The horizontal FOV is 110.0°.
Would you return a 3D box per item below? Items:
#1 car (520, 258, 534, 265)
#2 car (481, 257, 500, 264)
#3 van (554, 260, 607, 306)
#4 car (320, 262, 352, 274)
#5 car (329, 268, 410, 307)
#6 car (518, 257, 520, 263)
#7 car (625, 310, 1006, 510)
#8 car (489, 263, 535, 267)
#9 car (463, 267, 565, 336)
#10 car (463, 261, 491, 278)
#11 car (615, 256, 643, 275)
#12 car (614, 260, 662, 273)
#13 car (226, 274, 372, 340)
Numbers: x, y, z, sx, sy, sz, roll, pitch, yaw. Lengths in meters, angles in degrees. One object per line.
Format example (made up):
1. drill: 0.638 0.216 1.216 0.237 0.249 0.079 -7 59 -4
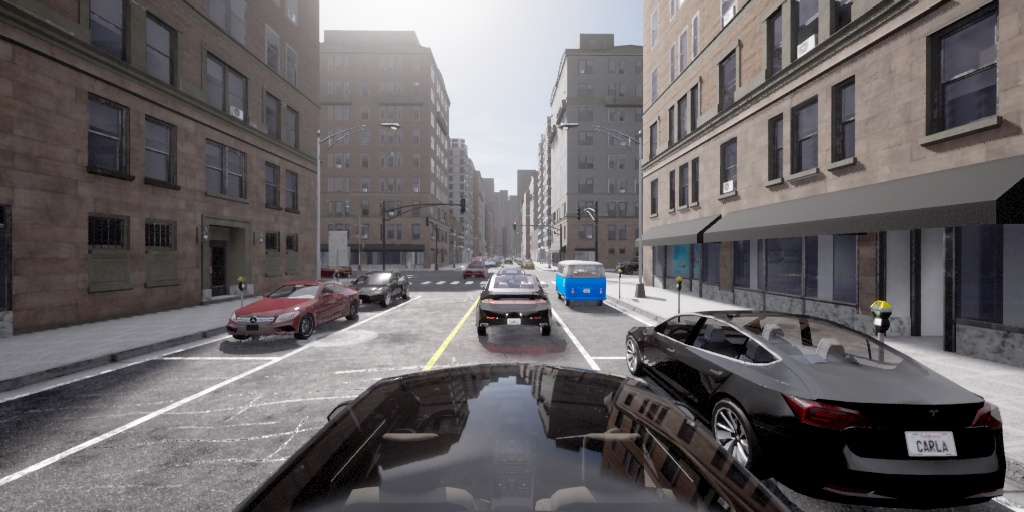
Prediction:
1. car: 2.546 1.267 54.778 1.751 1.417 4.829 0 0 -1
2. car: -3.449 1.288 57.732 2.033 1.411 5.357 0 0 -1
3. van: 2.831 1.090 15.419 1.690 1.789 3.998 0 0 0
4. car: -16.657 1.340 31.695 4.718 1.301 1.895 0 0 -1
5. car: -5.694 1.315 15.393 1.948 1.339 4.313 0 0 0
6. car: 2.462 1.179 60.133 1.967 1.591 4.097 0 0 -1
7. car: 2.852 1.316 4.522 1.948 1.339 4.313 0 0 0
8. car: -0.034 1.297 20.131 2.033 1.411 5.357 0 0 0
9. car: 0.057 1.241 10.388 2.128 1.511 4.902 0 0 0
10. car: -3.164 1.350 31.484 1.895 1.301 4.718 0 0 0
11. car: 14.107 0.964 38.823 5.566 2.045 2.150 0 0 -1
12. car: 14.726 1.211 42.081 5.008 1.535 1.882 0 0 -1
13. car: -5.683 1.332 9.942 1.802 1.307 4.207 0 0 0
